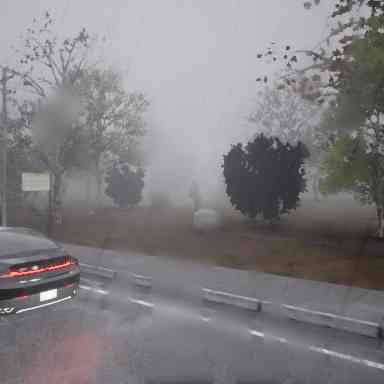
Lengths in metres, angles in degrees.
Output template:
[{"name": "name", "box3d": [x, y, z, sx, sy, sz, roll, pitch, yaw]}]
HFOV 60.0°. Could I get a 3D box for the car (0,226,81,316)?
[{"name": "car", "box3d": [-4.375, 1.505, 7.111, 4.892, 1.490, 1.837, 0, 0, 37]}]
